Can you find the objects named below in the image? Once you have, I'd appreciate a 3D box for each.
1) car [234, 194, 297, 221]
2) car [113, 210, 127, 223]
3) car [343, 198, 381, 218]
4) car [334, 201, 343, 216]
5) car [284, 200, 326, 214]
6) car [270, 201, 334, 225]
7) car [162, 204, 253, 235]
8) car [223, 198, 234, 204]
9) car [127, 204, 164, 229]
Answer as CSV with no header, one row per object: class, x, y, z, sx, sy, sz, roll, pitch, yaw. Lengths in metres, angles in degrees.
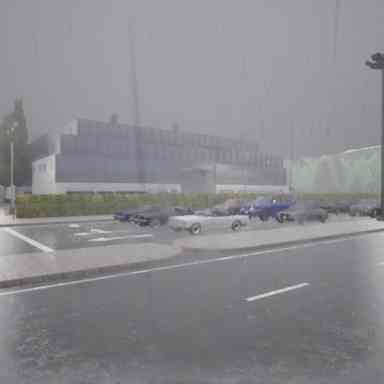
car,6.410,1.214,27.158,5.566,2.045,2.150,0,0,-36
car,-3.317,1.596,24.455,4.718,1.301,1.895,0,0,-36
car,16.046,1.341,29.859,4.553,1.767,2.097,0,0,-36
car,14.565,1.589,33.111,4.718,1.301,1.895,0,0,-36
car,12.189,1.589,35.710,4.718,1.301,1.895,0,0,-36
car,7.955,1.556,23.952,4.181,1.385,1.994,0,0,-36
car,0.936,1.596,18.904,4.718,1.301,1.895,0,0,-36
car,3.879,1.344,29.643,4.553,1.767,2.097,0,0,-36
car,-1.431,1.597,21.511,4.718,1.301,1.895,0,0,-36
